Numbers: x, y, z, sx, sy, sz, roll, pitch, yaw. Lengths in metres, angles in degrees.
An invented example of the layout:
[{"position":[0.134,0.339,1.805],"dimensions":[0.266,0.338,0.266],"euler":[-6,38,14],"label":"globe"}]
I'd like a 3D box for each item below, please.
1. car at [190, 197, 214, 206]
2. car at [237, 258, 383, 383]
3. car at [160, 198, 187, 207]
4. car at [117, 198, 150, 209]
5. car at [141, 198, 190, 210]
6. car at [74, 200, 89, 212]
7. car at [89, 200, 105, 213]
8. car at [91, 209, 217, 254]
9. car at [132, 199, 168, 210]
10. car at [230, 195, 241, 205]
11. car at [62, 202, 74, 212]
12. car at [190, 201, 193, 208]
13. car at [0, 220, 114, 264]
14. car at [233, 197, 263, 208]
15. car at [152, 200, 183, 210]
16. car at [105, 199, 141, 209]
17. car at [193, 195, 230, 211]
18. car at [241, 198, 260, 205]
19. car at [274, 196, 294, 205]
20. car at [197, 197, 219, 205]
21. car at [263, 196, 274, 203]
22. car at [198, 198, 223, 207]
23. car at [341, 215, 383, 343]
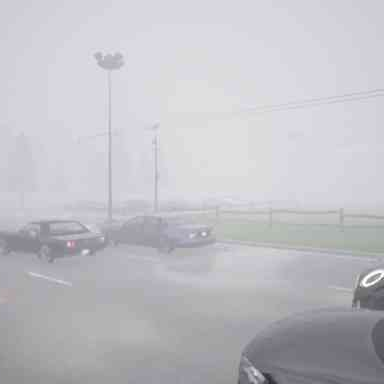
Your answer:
[{"position":[1.863,1.757,60.265],"dimensions":[1.882,1.535,5.008],"euler":[0,0,38],"label":"car"},{"position":[2.612,1.488,2.082],"dimensions":[4.902,1.511,2.128],"euler":[-1,0,36],"label":"car"},{"position":[-3.189,1.791,59.393],"dimensions":[2.128,1.511,4.902],"euler":[0,0,37],"label":"car"},{"position":[-9.022,1.768,51.735],"dimensions":[1.882,1.535,5.008],"euler":[0,0,37],"label":"car"},{"position":[-2.852,1.681,36.682],"dimensions":[2.128,1.511,4.902],"euler":[0,0,37],"label":"car"},{"position":[-11.993,1.859,41.967],"dimensions":[1.895,1.301,4.718],"euler":[0,0,36],"label":"car"},{"position":[-9.210,1.782,39.853],"dimensions":[2.033,1.411,5.357],"euler":[0,0,36],"label":"car"},{"position":[-1.583,1.621,13.834],"dimensions":[5.357,1.411,2.033],"euler":[0,0,36],"label":"car"},{"position":[-6.192,1.815,49.681],"dimensions":[2.033,1.411,5.357],"euler":[0,0,37],"label":"car"},{"position":[6.132,1.454,54.355],"dimensions":[2.150,2.045,5.566],"euler":[0,-1,37],"label":"car"},{"position":[-14.732,1.786,44.146],"dimensions":[1.837,1.490,4.892],"euler":[0,0,37],"label":"car"},{"position":[-1.526,1.745,44.247],"dimensions":[1.812,1.442,4.674],"euler":[0,0,37],"label":"car"},{"position":[-5.286,1.684,12.216],"dimensions":[4.718,1.301,1.895],"euler":[0,0,36],"label":"car"},{"position":[8.790,1.808,52.069],"dimensions":[1.895,1.301,4.718],"euler":[0,0,37],"label":"car"},{"position":[-3.442,1.845,47.512],"dimensions":[1.895,1.301,4.718],"euler":[0,0,37],"label":"car"},{"position":[-6.889,1.562,37.088],"dimensions":[2.097,1.767,4.553],"euler":[0,0,36],"label":"car"},{"position":[2.667,1.550,43.994],"dimensions":[2.097,1.767,4.553],"euler":[0,0,37],"label":"car"},{"position":[11.867,1.867,67.575],"dimensions":[1.895,1.301,4.718],"euler":[0,0,37],"label":"car"},{"position":[18.182,1.699,64.338],"dimensions":[1.882,1.535,5.008],"euler":[0,-1,37],"label":"car"},{"position":[3.274,1.801,67.822],"dimensions":[2.128,1.511,4.902],"euler":[0,0,37],"label":"car"},{"position":[15.447,1.597,66.508],"dimensions":[2.097,1.767,4.553],"euler":[0,0,37],"label":"car"},{"position":[3.223,1.780,56.304],"dimensions":[1.812,1.442,4.674],"euler":[0,0,38],"label":"car"},{"position":[4.839,1.351,4.787],"dimensions":[4.553,1.767,2.097],"euler":[-1,0,36],"label":"car"}]
